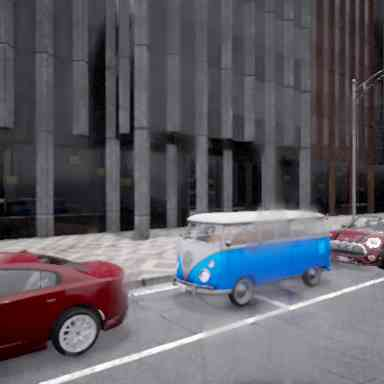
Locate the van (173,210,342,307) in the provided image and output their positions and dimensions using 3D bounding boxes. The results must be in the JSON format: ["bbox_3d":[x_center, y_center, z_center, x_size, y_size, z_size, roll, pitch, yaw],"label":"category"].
[{"bbox_3d":[1.511,1.347,7.727,3.998,1.788,1.690,0,0,-35],"label":"van"}]

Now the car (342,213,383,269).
[{"bbox_3d":[6.101,1.453,10.997,4.097,1.590,1.967,0,0,-35],"label":"car"}]

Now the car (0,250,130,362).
[{"bbox_3d":[-3.080,1.545,4.455,4.507,1.381,1.887,0,0,-35],"label":"car"}]
